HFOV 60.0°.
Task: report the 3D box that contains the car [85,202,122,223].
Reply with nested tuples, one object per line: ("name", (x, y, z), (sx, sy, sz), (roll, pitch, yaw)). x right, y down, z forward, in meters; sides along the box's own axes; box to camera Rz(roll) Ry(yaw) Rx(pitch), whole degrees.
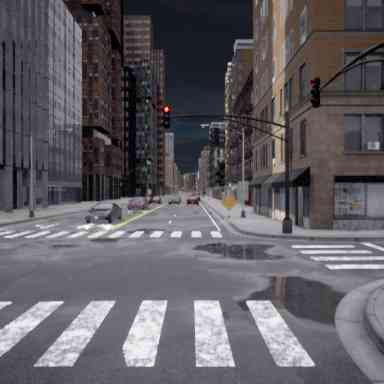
("car", (-6.605, 1.517, 25.450), (1.812, 1.442, 4.674), (0, 0, 2))

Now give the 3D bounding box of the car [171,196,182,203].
("car", (-3.146, 1.542, 69.599), (2.033, 1.411, 5.357), (0, 0, 0))

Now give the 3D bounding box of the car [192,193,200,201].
("car", (0.984, 1.229, 85.643), (2.150, 2.045, 5.566), (0, 0, 0))

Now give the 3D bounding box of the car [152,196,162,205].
("car", (-6.493, 1.496, 59.763), (1.882, 1.535, 5.008), (0, 0, 0))

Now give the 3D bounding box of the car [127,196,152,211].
("car", (-6.590, 1.342, 41.133), (2.097, 1.767, 4.553), (0, 0, 0))

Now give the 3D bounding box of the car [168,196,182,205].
("car", (-3.144, 1.592, 59.341), (1.895, 1.301, 4.718), (0, 0, 0))

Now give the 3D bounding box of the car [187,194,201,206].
("car", (0.106, 1.468, 54.799), (1.882, 1.535, 5.008), (0, 0, 0))

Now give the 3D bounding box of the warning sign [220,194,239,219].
("warning sign", (2.857, 1.107, 25.608), (1.300, 1.860, 1.060), (0, 0, 0))
